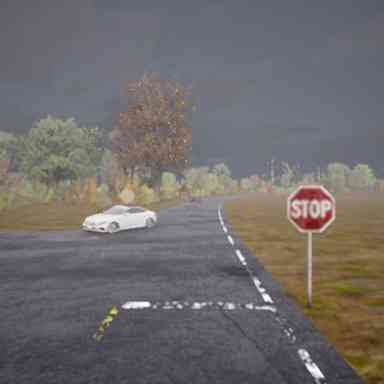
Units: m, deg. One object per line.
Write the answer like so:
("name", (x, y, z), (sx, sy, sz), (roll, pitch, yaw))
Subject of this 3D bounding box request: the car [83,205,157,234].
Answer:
("car", (-3.897, 1.490, 18.877), (1.812, 1.442, 4.674), (3, 2, 35))

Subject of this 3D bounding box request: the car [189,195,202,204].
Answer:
("car", (0.731, 1.223, 59.396), (2.033, 1.411, 5.357), (0, 0, 8))
